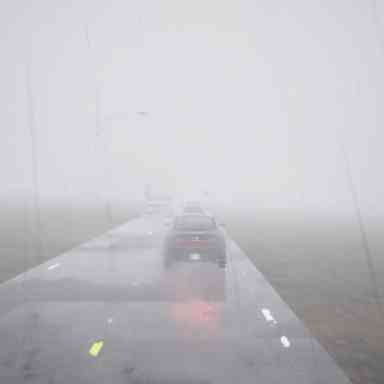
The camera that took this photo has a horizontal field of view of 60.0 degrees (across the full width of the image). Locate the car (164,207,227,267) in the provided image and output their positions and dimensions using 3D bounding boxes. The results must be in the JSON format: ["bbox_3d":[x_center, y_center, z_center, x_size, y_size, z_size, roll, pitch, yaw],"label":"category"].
[{"bbox_3d":[0.094,1.479,11.343,1.837,1.490,4.892,0,0,0],"label":"car"}]

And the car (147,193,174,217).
[{"bbox_3d":[-2.842,1.149,31.205,2.150,2.045,5.566,0,0,0],"label":"car"}]

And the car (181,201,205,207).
[{"bbox_3d":[0.098,1.463,27.089,1.812,1.442,4.674,0,0,0],"label":"car"}]
